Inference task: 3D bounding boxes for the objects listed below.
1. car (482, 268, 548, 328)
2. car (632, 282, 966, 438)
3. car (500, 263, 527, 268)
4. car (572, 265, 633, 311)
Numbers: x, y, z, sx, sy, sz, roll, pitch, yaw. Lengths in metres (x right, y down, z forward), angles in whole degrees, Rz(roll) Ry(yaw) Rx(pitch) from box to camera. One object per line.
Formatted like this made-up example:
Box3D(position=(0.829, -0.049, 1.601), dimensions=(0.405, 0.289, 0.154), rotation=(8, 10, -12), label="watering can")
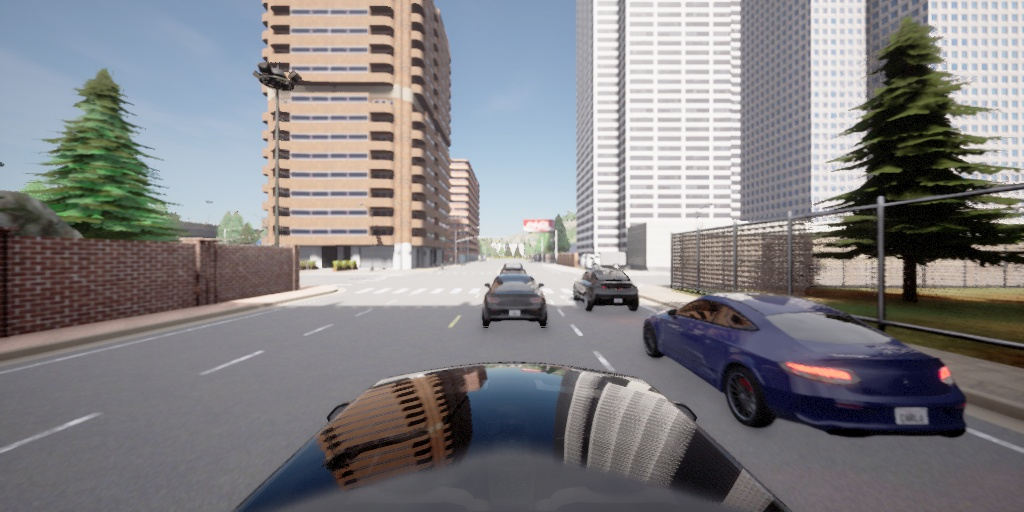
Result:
Box3D(position=(0.076, 1.288, 11.385), dimensions=(1.812, 1.442, 4.674), rotation=(0, 0, 0), label="car")
Box3D(position=(3.603, 1.281, 5.542), dimensions=(1.812, 1.442, 4.674), rotation=(0, 0, 0), label="car")
Box3D(position=(0.086, 1.248, 26.726), dimensions=(2.128, 1.511, 4.902), rotation=(0, 0, 0), label="car")
Box3D(position=(3.629, 1.271, 14.515), dimensions=(1.837, 1.490, 4.892), rotation=(0, 0, 1), label="car")
